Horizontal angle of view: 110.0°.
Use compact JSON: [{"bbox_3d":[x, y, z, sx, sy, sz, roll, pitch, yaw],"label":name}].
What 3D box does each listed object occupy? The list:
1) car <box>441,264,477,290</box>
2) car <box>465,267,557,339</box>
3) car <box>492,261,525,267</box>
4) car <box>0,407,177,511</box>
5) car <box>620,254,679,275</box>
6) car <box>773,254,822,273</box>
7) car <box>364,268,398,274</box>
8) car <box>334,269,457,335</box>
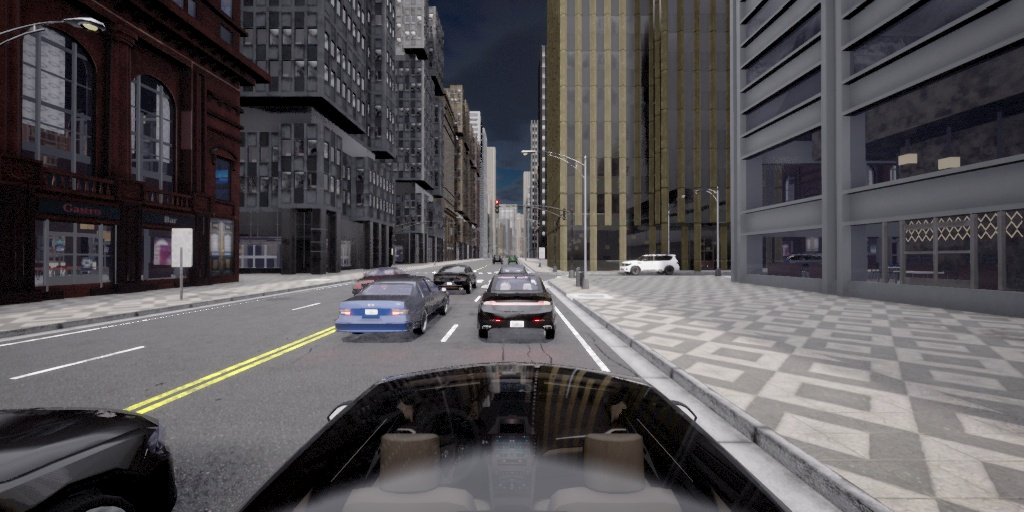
[{"bbox_3d":[-3.104,1.210,20.271,1.882,1.535,5.008,0,0,0],"label":"car"},{"bbox_3d":[0.119,1.238,10.082,2.128,1.511,4.902,0,0,0],"label":"car"},{"bbox_3d":[0.042,1.225,19.512,2.128,1.511,4.902,0,0,0],"label":"car"},{"bbox_3d":[-3.151,1.241,0.357,2.128,1.511,4.902,0,0,0],"label":"car"},{"bbox_3d":[13.732,0.858,35.840,5.566,2.045,2.150,0,0,0],"label":"car"},{"bbox_3d":[29.057,0.796,35.841,5.566,2.045,2.150,0,0,0],"label":"car"},{"bbox_3d":[-6.547,1.299,18.488,1.994,1.385,4.181,0,0,0],"label":"car"},{"bbox_3d":[-3.130,1.293,10.502,2.033,1.411,5.357,0,0,0],"label":"car"}]
